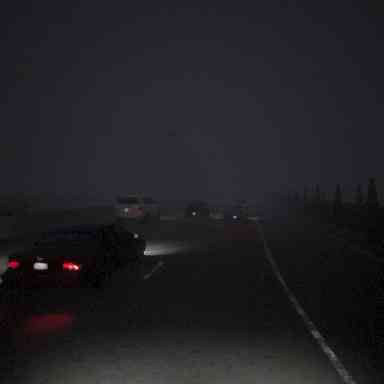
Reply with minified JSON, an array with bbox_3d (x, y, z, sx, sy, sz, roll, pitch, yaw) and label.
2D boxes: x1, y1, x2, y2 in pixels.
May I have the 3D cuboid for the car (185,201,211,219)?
[{"bbox_3d":[0.582,1.562,30.230,1.837,1.490,4.892,0,0,9],"label":"car"}]

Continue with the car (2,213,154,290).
[{"bbox_3d":[-2.748,1.544,9.181,2.033,1.411,5.357,0,0,7],"label":"car"}]

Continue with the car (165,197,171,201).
[{"bbox_3d":[-5.036,1.631,61.081,2.033,1.411,5.357,0,0,9],"label":"car"}]

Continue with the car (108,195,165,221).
[{"bbox_3d":[-3.894,1.248,24.644,2.150,2.045,5.566,0,0,9],"label":"car"}]

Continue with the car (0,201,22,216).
[{"bbox_3d":[-12.210,1.479,18.515,2.128,1.511,4.902,0,0,9],"label":"car"}]

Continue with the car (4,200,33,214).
[{"bbox_3d":[-17.164,1.498,31.352,2.128,1.511,4.902,0,0,10],"label":"car"}]

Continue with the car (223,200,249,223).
[{"bbox_3d":[3.445,1.577,26.093,1.812,1.442,4.674,0,0,9],"label":"car"}]
